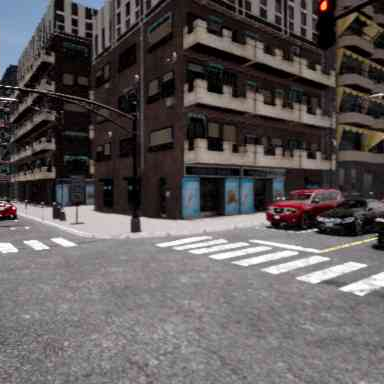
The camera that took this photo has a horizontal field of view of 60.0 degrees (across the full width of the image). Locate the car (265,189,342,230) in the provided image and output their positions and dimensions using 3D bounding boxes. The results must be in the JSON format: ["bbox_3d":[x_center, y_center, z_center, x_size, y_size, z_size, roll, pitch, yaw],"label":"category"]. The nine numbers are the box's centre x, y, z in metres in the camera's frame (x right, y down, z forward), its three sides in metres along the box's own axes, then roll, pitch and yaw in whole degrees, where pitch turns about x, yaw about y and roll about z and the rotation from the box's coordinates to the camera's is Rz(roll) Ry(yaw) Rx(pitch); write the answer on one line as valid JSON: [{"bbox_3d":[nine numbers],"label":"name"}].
[{"bbox_3d":[6.068,0.818,17.408,5.009,1.841,2.192,-2,3,-37],"label":"car"}]

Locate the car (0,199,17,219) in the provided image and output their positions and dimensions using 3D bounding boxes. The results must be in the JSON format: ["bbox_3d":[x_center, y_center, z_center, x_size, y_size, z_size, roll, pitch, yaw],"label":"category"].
[{"bbox_3d":[-14.975,1.278,25.965,1.967,1.590,4.097,-1,1,-36],"label":"car"}]

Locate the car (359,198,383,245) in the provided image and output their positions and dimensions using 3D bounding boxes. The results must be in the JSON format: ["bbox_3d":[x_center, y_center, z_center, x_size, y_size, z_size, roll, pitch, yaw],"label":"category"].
[{"bbox_3d":[8.356,1.072,11.940,4.902,1.511,2.128,-2,2,-37],"label":"car"}]

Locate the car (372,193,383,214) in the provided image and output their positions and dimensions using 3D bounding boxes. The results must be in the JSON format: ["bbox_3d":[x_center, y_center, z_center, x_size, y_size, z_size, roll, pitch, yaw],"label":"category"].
[{"bbox_3d":[14.941,0.775,24.072,4.206,1.307,1.802,-2,3,-37],"label":"car"}]

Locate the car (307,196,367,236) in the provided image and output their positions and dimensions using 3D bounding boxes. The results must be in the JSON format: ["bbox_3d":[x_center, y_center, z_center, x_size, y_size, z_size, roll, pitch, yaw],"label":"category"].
[{"bbox_3d":[7.598,1.046,15.343,4.674,1.442,1.812,-2,2,-37],"label":"car"}]
